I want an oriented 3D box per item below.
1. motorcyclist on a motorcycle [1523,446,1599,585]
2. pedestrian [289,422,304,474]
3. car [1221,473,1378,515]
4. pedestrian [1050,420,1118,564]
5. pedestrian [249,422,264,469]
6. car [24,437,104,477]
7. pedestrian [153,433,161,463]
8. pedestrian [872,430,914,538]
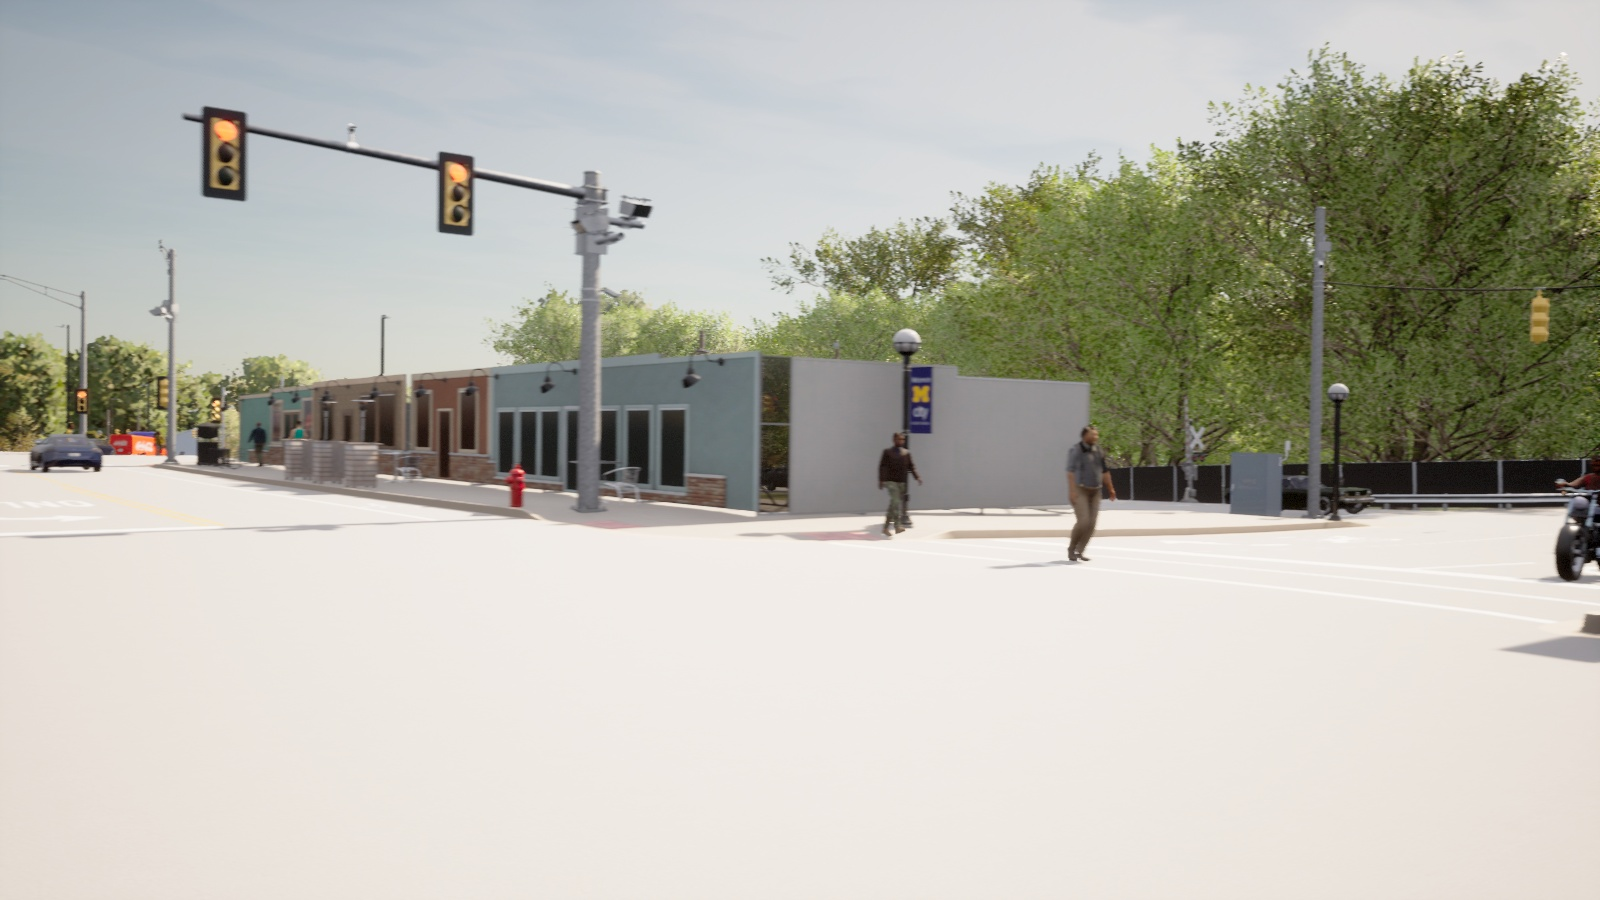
[{"bbox_3d":[10.103,0.812,16.066,2.350,1.649,0.766,2,0,-42],"label":"motorcyclist on a motorcycle"},{"bbox_3d":[-17.934,-0.086,44.766,0.345,1.836,0.594,0,1,-37],"label":"pedestrian"},{"bbox_3d":[16.876,1.445,42.656,1.895,1.301,4.718,-1,0,-33],"label":"car"},{"bbox_3d":[3.731,0.532,16.520,0.540,1.848,0.694,0,1,-22],"label":"pedestrian"},{"bbox_3d":[-21.512,-0.168,49.725,0.402,1.842,0.726,0,1,-35],"label":"pedestrian"},{"bbox_3d":[-27.247,0.216,46.442,1.994,1.385,4.181,0,1,-38],"label":"car"},{"bbox_3d":[-38.860,-0.126,75.892,0.370,1.835,0.726,0,1,-21],"label":"pedestrian"},{"bbox_3d":[1.613,0.576,21.774,0.431,1.840,0.703,0,1,-23],"label":"pedestrian"}]
